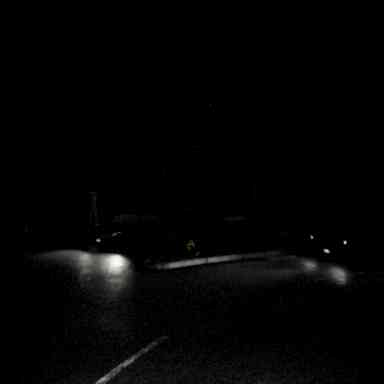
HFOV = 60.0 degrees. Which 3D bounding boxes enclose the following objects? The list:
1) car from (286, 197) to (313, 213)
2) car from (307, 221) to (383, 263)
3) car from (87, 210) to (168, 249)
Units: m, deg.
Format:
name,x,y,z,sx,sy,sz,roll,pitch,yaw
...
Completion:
name,x,y,z,sx,sy,sz,roll,pitch,yaw
car,7.006,1.113,26.089,4.718,1.301,1.895,-4,1,-20
car,6.726,1.799,12.756,4.718,1.301,1.895,1,-1,-26
car,-2.765,1.611,15.402,1.812,1.442,4.674,0,1,25
